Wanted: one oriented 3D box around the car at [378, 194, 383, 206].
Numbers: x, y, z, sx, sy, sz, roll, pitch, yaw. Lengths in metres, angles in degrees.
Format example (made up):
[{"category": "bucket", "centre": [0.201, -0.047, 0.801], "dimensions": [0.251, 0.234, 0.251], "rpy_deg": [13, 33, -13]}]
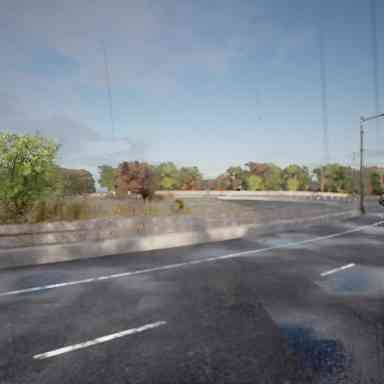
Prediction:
[{"category": "car", "centre": [33.879, 1.379, 57.376], "dimensions": [2.150, 2.045, 5.566], "rpy_deg": [0, 0, 18]}]
